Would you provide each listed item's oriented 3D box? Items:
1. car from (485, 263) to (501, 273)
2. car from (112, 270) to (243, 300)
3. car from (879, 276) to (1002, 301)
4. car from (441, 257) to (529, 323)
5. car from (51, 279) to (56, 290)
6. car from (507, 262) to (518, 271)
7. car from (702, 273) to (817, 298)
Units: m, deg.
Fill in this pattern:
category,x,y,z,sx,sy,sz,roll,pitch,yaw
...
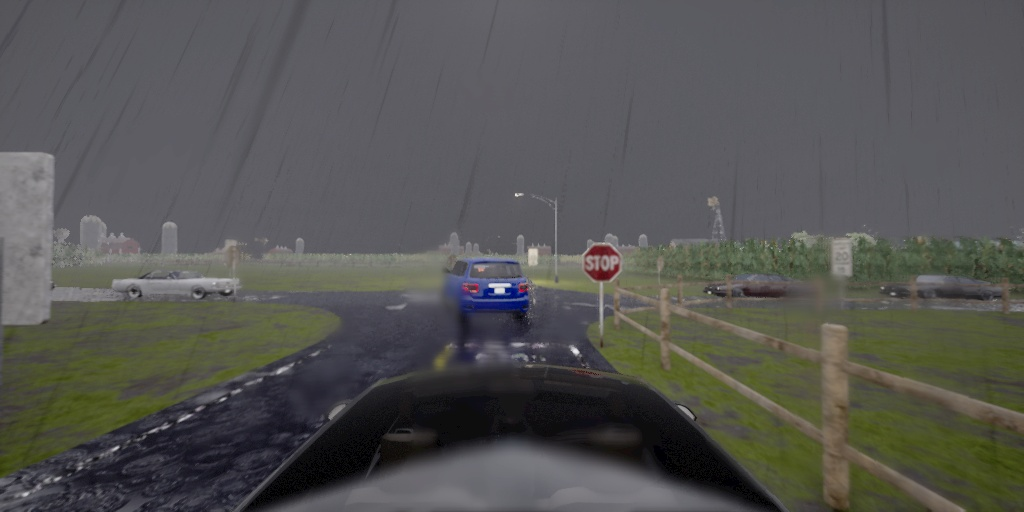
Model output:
category,x,y,z,sx,sy,sz,roll,pitch,yaw
car,-2.850,1.794,54.501,2.033,1.411,5.357,0,-1,0
car,-15.676,1.324,17.040,4.718,1.301,1.895,1,-1,0
car,23.810,1.792,19.860,5.357,1.411,2.033,1,-1,0
car,-1.146,1.059,12.851,2.150,2.045,5.566,1,0,-17
car,-25.341,1.168,17.068,5.357,1.411,2.033,1,-1,0
car,0.072,1.810,64.503,1.882,1.535,5.008,0,0,0
car,13.636,1.672,19.911,5.357,1.411,2.033,1,-1,1
